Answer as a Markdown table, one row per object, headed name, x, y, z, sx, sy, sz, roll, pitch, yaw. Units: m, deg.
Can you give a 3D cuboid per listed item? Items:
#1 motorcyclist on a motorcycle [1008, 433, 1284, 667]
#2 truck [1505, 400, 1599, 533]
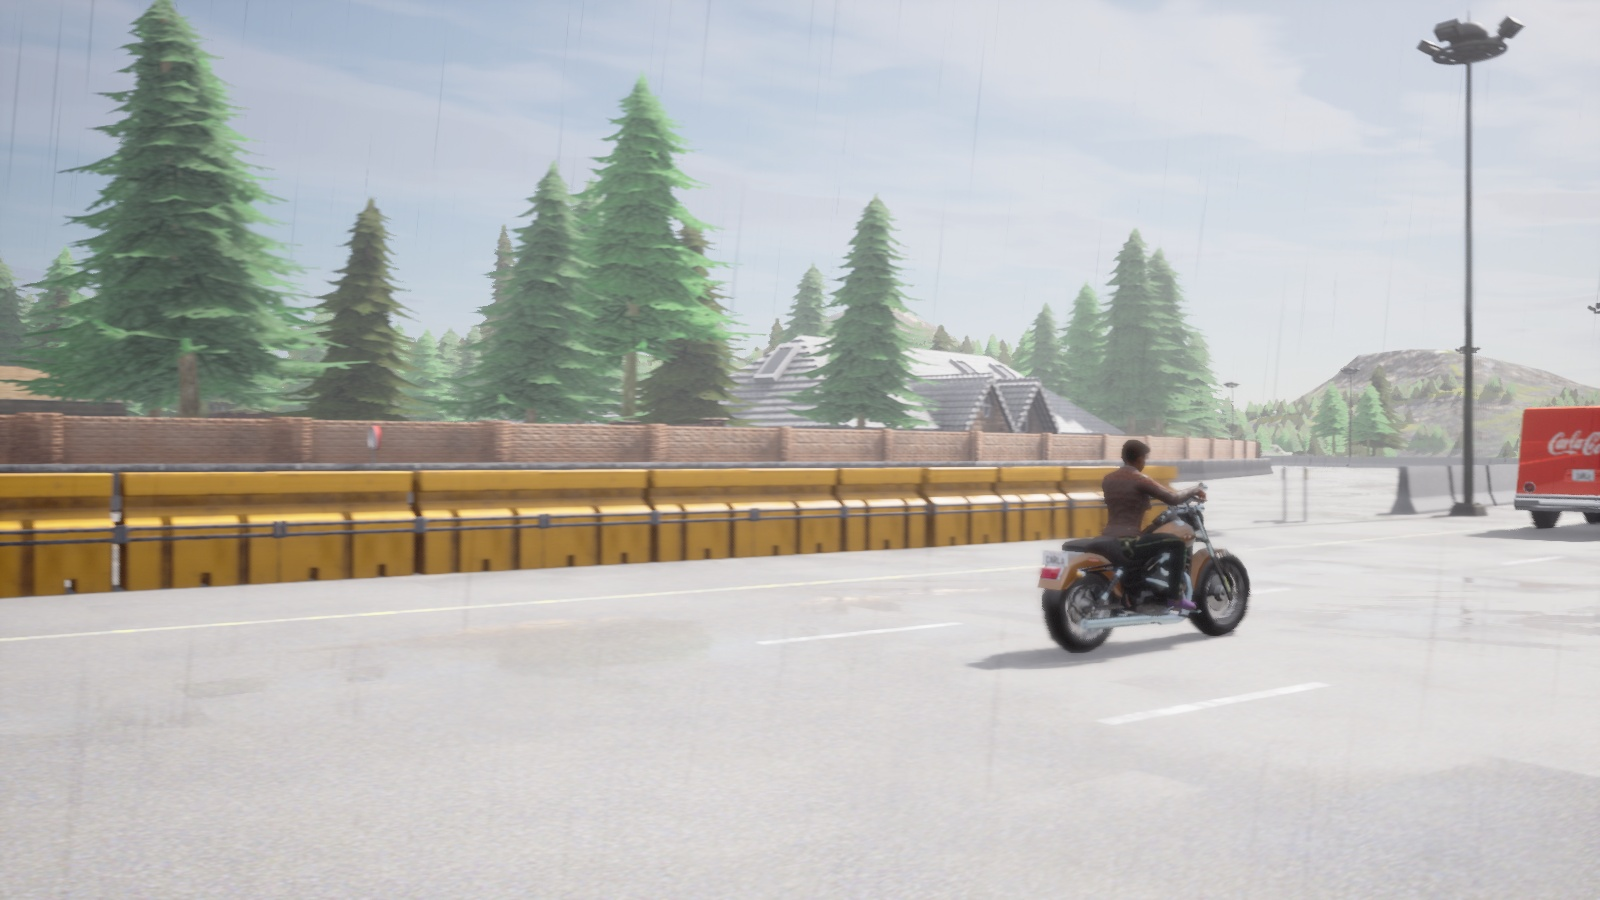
| name | x | y | z | sx | sy | sz | roll | pitch | yaw |
| --- | --- | --- | --- | --- | --- | --- | --- | --- | --- |
| motorcyclist on a motorcycle | 2.755 | 0.714 | 9.848 | 2.350 | 1.649 | 0.766 | 0 | 0 | -35 |
| truck | 16.645 | 0.292 | 25.396 | 5.204 | 2.467 | 2.627 | 0 | 0 | -42 |
